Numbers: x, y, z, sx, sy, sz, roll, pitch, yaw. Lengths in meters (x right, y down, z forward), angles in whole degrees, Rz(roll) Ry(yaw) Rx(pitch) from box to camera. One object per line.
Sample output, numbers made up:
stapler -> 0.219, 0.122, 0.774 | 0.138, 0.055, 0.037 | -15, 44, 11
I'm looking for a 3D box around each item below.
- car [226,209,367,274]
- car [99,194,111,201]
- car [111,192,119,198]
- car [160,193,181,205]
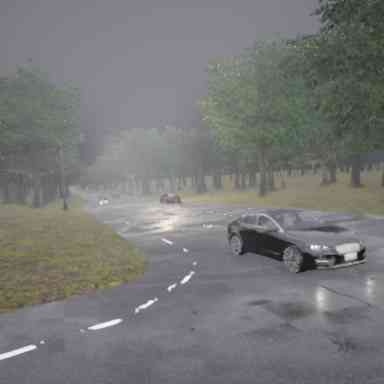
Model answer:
car -> 2.743, 1.280, 9.921 | 2.128, 1.511, 4.902 | -4, 0, -21
car -> -19.905, 1.254, 74.719 | 2.128, 1.511, 4.902 | -5, 2, -14
car -> -21.011, 0.823, 90.443 | 2.033, 1.411, 5.357 | -5, 2, -21
car -> -2.880, 0.900, 43.694 | 1.812, 1.442, 4.674 | -5, 2, -21
